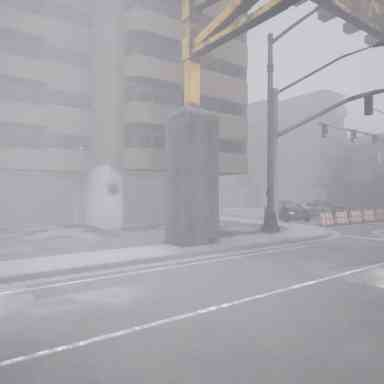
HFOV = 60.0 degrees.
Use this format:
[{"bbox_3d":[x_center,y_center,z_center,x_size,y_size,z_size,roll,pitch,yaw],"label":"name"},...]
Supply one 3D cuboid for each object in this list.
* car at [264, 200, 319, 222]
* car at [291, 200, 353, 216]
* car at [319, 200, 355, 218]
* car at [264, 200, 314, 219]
[{"bbox_3d":[7.439,1.452,25.969,2.038,1.542,4.974,0,0,-11],"label":"car"},{"bbox_3d":[10.962,1.294,28.162,4.536,1.218,1.853,0,0,34],"label":"car"},{"bbox_3d":[11.005,1.451,28.134,4.974,1.542,2.038,0,0,34],"label":"car"},{"bbox_3d":[7.429,1.294,26.020,1.853,1.218,4.536,0,0,-11],"label":"car"}]
